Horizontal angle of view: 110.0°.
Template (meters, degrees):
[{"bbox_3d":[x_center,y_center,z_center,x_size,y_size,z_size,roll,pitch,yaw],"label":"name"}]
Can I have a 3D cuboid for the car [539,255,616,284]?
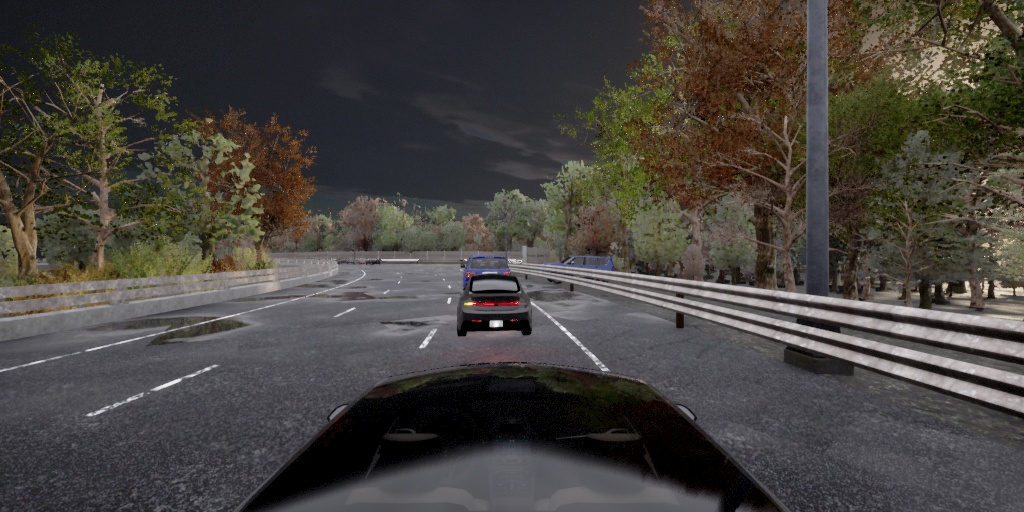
[{"bbox_3d":[4.817,0.953,26.162,5.566,2.045,2.150,3,1,-9],"label":"car"}]

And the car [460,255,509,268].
[{"bbox_3d":[-1.335,0.971,17.840,2.150,2.045,5.566,0,0,-8],"label":"car"}]

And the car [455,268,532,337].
[{"bbox_3d":[-0.562,1.255,10.364,1.837,1.490,4.892,0,0,-5],"label":"car"}]
